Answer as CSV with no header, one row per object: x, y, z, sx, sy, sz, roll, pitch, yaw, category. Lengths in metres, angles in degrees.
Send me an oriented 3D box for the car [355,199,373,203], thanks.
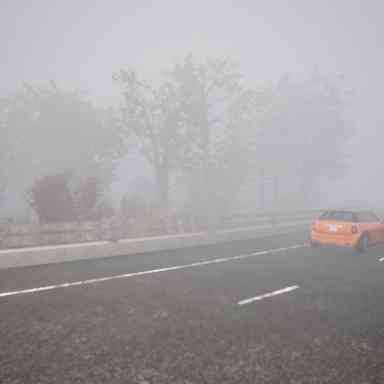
39.404,2.298,77.343,1.837,1.490,4.892,0,0,5,car

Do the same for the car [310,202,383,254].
7.088,1.504,14.493,4.553,1.767,2.097,1,-1,-43,car

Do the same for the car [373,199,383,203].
42.872,2.295,76.870,1.882,1.535,5.008,0,0,5,car
